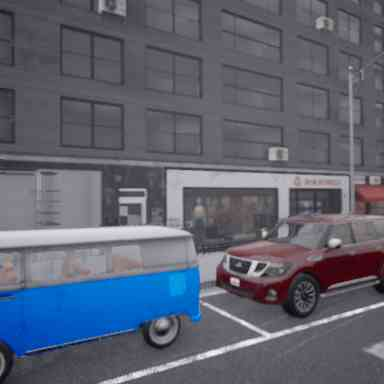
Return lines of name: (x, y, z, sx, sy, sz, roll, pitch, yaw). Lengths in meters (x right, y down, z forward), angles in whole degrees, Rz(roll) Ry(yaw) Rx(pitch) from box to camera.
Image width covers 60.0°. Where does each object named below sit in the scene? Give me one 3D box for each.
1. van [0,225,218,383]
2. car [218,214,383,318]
van: (-1.787, 1.444, 4.987, 3.998, 1.788, 1.690, 1, -2, -31)
car: (3.004, 1.477, 7.860, 5.009, 1.841, 2.192, 1, -2, -31)
